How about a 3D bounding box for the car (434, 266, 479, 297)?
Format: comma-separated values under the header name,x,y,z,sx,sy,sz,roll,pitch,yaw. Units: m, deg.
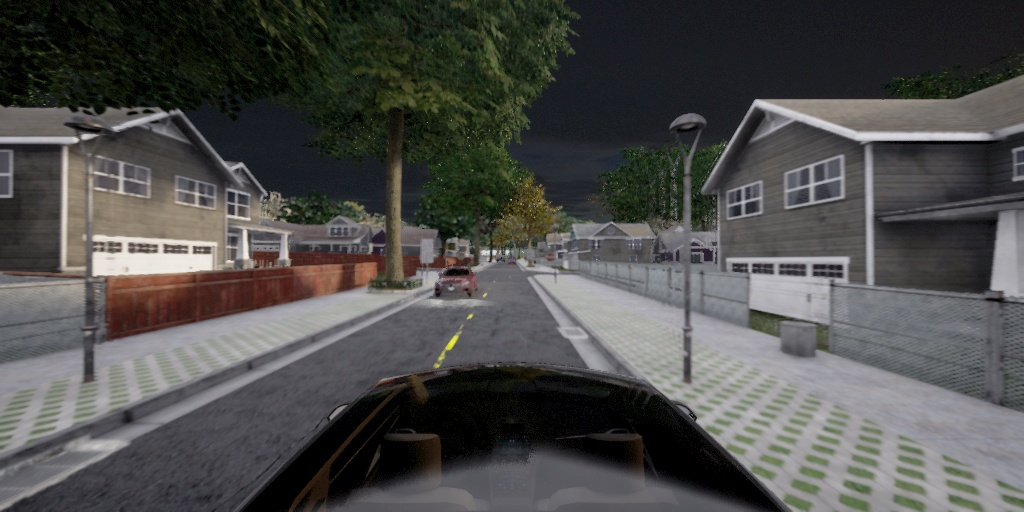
name,x,y,z,sx,sy,sz,roll,pitch,yaw
car,-2.838,1.278,19.095,1.812,1.442,4.674,0,0,0
